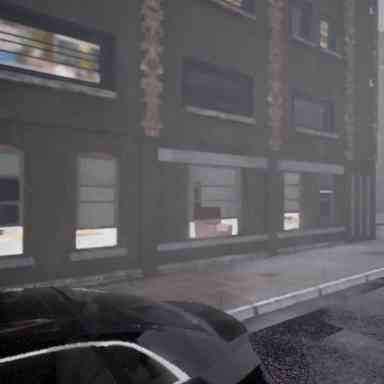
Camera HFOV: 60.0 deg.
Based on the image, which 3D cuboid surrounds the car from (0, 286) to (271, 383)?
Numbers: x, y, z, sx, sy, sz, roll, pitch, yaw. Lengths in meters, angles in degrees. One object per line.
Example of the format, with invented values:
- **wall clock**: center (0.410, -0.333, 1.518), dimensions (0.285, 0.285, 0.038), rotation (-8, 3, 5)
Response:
- **car**: center (-1.659, 1.505, 1.881), dimensions (4.892, 1.490, 1.837), rotation (0, 0, -35)
